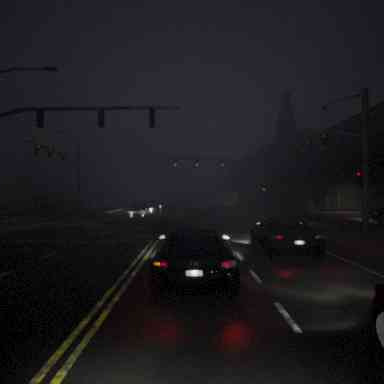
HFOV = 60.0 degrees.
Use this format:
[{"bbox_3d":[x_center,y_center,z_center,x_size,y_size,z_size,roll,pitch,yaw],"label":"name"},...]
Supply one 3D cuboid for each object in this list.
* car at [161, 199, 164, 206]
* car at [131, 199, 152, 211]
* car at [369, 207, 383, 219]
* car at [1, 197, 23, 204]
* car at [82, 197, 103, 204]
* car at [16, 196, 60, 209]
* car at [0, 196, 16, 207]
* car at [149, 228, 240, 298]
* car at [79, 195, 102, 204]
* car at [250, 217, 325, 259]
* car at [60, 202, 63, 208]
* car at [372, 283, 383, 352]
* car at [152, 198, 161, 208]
[{"bbox_3d":[-6.795,1.974,66.699,1.812,1.442,4.674,0,0,2],"label":"car"},{"bbox_3d":[-7.292,1.795,47.041,1.882,1.535,5.008,0,0,1],"label":"car"},{"bbox_3d":[18.694,1.749,30.085,5.357,1.411,2.033,0,0,0],"label":"car"},{"bbox_3d":[-39.005,1.851,72.088,3.905,1.438,1.784,0,0,0],"label":"car"},{"bbox_3d":[-21.538,1.881,72.123,3.806,1.475,1.970,0,0,0],"label":"car"},{"bbox_3d":[-21.542,1.469,46.712,4.605,1.855,1.932,0,0,0],"label":"car"},{"bbox_3d":[-39.066,1.621,69.193,4.605,1.855,1.932,0,0,0],"label":"car"},{"bbox_3d":[0.052,1.624,8.733,1.994,1.385,4.181,0,0,0],"label":"car"},{"bbox_3d":[-21.546,1.623,69.230,3.866,1.878,1.905,0,0,0],"label":"car"},{"bbox_3d":[3.541,1.652,13.007,1.994,1.385,4.181,0,0,-1],"label":"car"},{"bbox_3d":[-21.491,1.491,49.607,3.866,1.878,1.905,0,0,0],"label":"car"},{"bbox_3d":[3.597,1.498,2.936,1.882,1.535,5.008,0,0,0],"label":"car"},{"bbox_3d":[-7.105,1.872,56.591,2.128,1.511,4.902,0,0,2],"label":"car"}]
